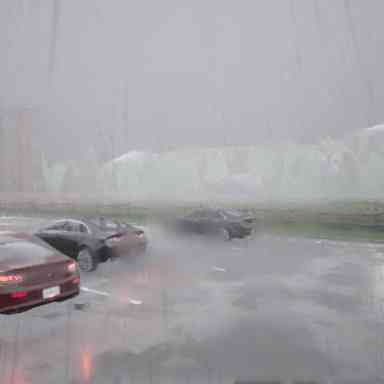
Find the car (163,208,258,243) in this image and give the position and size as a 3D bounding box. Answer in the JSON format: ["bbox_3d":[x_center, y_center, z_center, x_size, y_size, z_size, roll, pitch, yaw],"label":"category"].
[{"bbox_3d":[0.779,1.540,16.332,4.892,1.490,1.837,0,0,35],"label":"car"}]

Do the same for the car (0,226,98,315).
[{"bbox_3d":[-4.289,1.562,7.051,4.674,1.442,1.812,0,0,35],"label":"car"}]

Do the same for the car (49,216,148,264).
[{"bbox_3d":[-3.625,1.534,10.875,4.902,1.511,2.128,0,0,35],"label":"car"}]
